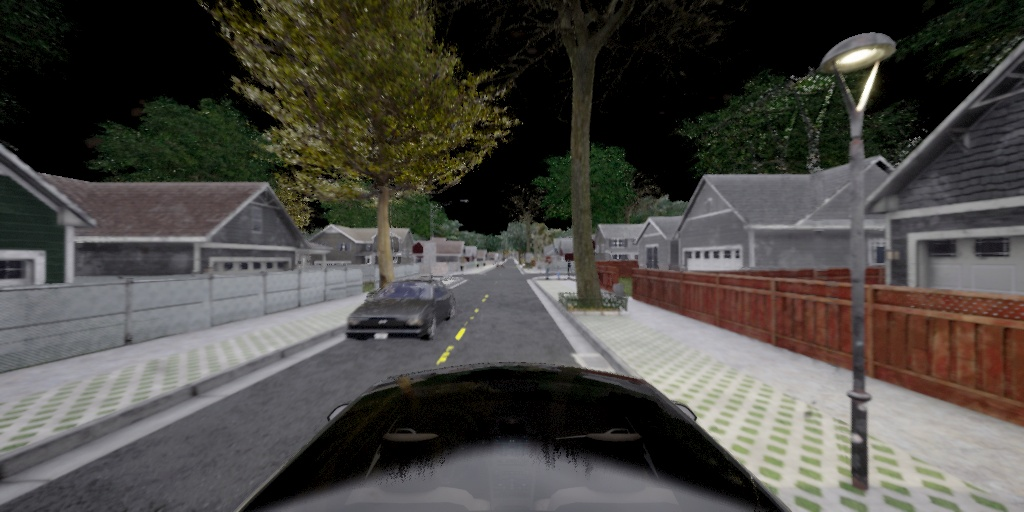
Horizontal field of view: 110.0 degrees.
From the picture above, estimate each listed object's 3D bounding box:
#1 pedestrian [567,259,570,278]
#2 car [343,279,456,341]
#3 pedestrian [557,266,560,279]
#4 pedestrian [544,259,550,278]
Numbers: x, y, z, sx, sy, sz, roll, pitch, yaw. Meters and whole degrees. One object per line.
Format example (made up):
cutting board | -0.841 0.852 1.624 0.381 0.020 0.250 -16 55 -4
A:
pedestrian | 5.512 1.227 35.096 0.375 1.860 0.375 0 0 0
car | -2.850 1.389 10.483 2.033 1.411 5.357 0 -1 0
pedestrian | 4.495 1.507 34.494 0.375 1.300 0.375 0 0 0
pedestrian | 3.512 1.241 35.696 0.375 1.860 0.375 0 0 0
